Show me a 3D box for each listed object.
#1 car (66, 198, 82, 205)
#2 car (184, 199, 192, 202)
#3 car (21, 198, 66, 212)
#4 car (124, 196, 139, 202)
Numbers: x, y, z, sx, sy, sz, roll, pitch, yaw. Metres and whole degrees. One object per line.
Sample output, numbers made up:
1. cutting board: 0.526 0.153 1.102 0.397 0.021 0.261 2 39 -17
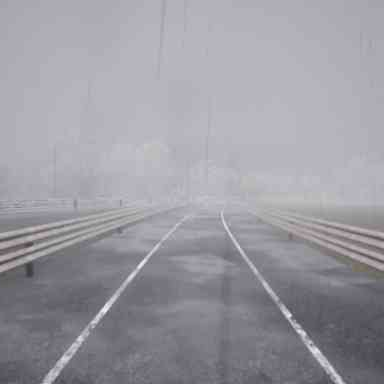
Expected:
1. car: -17.709 1.611 47.924 1.994 1.385 4.181 0 -1 16
2. car: 0.188 2.046 92.636 1.994 1.385 4.181 0 -1 19
3. car: -16.920 1.446 37.499 2.128 1.511 4.902 0 -1 15
4. car: -13.466 1.682 73.906 2.097 1.767 4.553 0 -1 18
